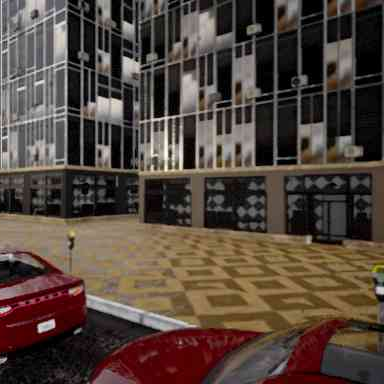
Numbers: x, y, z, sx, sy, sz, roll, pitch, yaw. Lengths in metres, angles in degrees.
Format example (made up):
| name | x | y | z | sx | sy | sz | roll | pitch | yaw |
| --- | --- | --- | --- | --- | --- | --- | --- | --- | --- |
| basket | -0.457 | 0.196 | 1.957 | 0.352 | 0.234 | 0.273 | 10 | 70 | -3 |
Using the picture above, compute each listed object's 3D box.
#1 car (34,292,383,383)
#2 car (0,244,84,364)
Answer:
| name | x | y | z | sx | sy | sz | roll | pitch | yaw |
| --- | --- | --- | --- | --- | --- | --- | --- | --- | --- |
| car | 1.002 | 1.582 | 2.157 | 4.206 | 1.307 | 1.802 | 0 | 0 | 35 |
| car | -3.635 | 1.542 | 5.461 | 4.507 | 1.381 | 1.887 | 0 | 0 | 35 |
